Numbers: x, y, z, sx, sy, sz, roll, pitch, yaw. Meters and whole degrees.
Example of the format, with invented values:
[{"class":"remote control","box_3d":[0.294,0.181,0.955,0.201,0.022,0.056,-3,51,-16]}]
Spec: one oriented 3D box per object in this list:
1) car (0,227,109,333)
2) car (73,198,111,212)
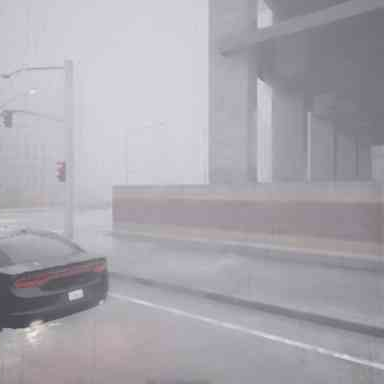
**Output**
[{"class":"car","box_3d":[-3.812,1.462,6.724,5.008,1.535,1.882,0,0,37]},{"class":"car","box_3d":[-11.329,1.420,37.332,2.128,1.511,4.902,0,0,36]}]
